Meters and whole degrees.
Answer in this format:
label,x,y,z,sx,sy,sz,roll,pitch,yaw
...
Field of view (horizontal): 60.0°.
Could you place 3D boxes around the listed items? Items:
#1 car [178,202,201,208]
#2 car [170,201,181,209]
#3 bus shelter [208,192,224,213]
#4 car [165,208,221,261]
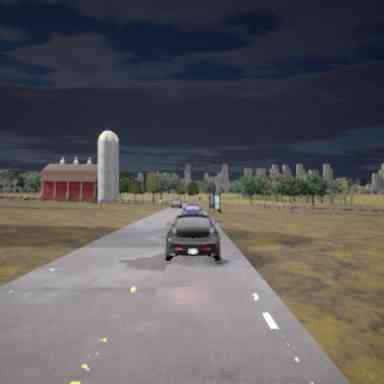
label,x,y,z,sx,sy,sz,roll,pitch,yaw
car,0.061,1.761,28.388,1.812,1.442,4.674,0,-1,0
car,-2.774,2.252,59.030,1.882,1.535,5.008,0,-1,1
bus shelter,3.141,1.353,43.977,1.920,2.740,3.880,0,-1,0
car,0.048,1.579,12.644,1.837,1.490,4.892,0,0,0
